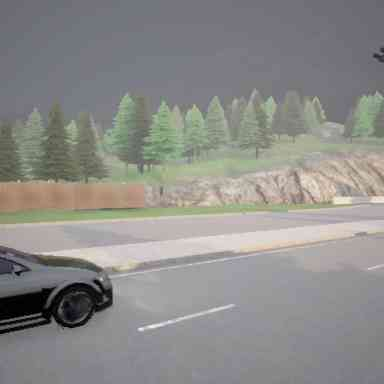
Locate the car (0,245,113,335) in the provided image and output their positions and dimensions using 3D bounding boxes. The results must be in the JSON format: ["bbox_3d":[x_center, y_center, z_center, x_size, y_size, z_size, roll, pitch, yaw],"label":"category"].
[{"bbox_3d":[-3.497,1.563,5.551,4.181,1.385,1.994,0,0,-35],"label":"car"}]
